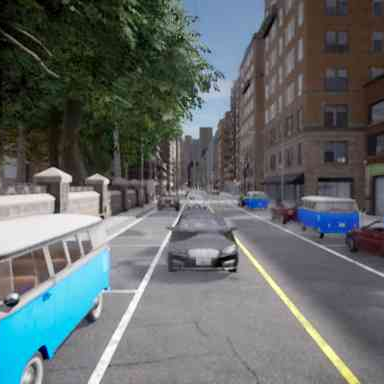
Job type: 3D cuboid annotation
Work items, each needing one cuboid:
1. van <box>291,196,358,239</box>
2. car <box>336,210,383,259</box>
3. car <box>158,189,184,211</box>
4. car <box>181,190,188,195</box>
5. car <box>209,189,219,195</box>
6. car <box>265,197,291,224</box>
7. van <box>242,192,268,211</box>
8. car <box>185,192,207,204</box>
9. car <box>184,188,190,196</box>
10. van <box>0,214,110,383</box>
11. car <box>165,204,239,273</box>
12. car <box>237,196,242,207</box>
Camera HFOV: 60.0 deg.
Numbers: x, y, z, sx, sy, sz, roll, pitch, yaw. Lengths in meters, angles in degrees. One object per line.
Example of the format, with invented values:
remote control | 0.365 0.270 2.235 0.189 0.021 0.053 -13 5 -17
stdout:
van | 6.264 1.121 15.720 1.690 1.788 3.998 0 1 0
car | 6.245 1.441 10.064 1.802 1.307 4.206 0 1 0
car | -2.203 0.850 32.688 2.192 1.841 5.009 0 1 0
car | -2.002 0.185 92.726 1.887 1.381 4.507 0 1 0
car | 6.522 0.081 92.731 1.967 1.590 4.097 0 1 0
car | 6.283 1.244 21.383 1.887 1.381 4.507 0 1 0
van | 6.321 0.876 32.700 1.690 1.788 3.998 0 1 0
car | 0.469 1.047 33.649 1.812 1.442 4.674 0 1 0
car | -2.057 0.407 76.205 1.752 1.417 4.829 0 1 0
van | -2.299 1.279 4.402 1.690 1.788 3.998 0 1 0
car | 0.294 1.348 10.281 2.128 1.511 4.902 0 1 1
car | 6.341 1.018 38.363 1.947 1.339 4.313 0 1 0
